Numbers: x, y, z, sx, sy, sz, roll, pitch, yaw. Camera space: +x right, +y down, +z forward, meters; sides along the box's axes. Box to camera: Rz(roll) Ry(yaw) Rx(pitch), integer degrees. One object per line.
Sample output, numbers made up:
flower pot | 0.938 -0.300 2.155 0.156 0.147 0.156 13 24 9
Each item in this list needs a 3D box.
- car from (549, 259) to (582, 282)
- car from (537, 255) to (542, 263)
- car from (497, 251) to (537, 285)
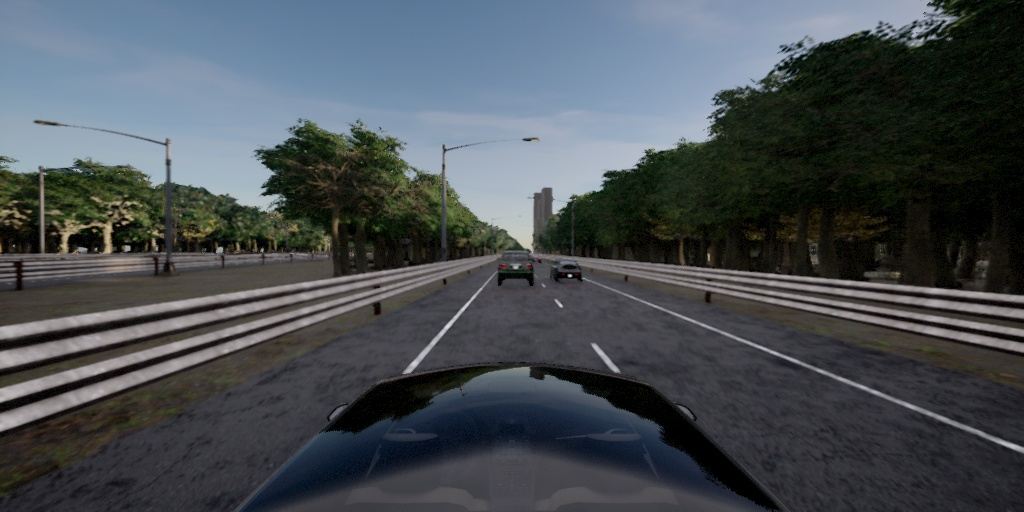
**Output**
car | 3.748 0.957 25.464 1.837 1.490 4.892 0 1 0
car | 4.014 0.521 62.298 1.812 1.442 4.674 0 0 0
car | 0.234 0.689 22.970 2.150 2.045 5.566 0 1 0
